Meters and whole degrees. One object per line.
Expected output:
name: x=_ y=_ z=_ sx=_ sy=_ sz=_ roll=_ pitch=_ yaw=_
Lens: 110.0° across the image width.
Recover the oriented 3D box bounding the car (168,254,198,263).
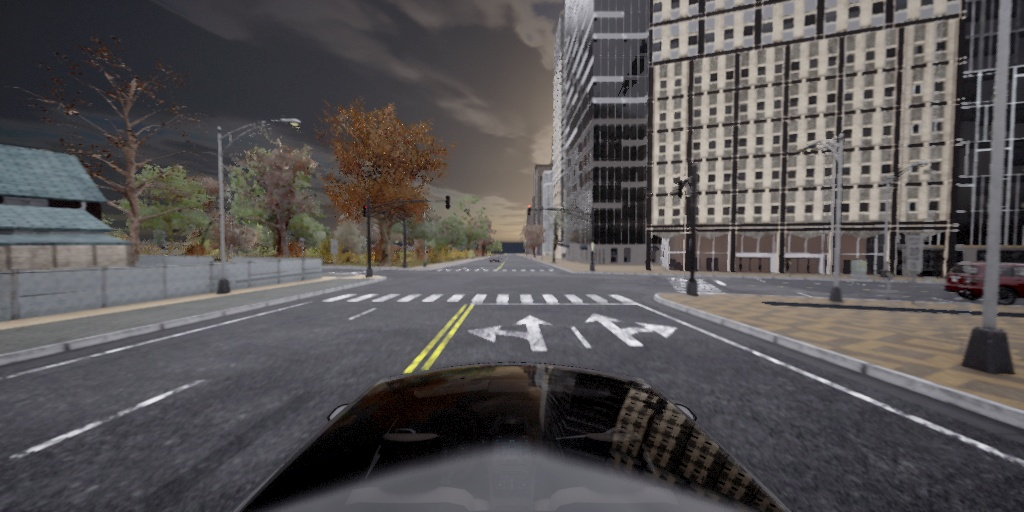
car: x=-38.246 y=0.546 z=41.378 sx=4.902 sy=1.511 sz=2.128 roll=1 pitch=2 yaw=21

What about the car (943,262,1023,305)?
car: x=23.012 y=1.241 z=16.051 sx=5.009 sy=1.841 sz=2.192 roll=0 pitch=0 yaw=20
